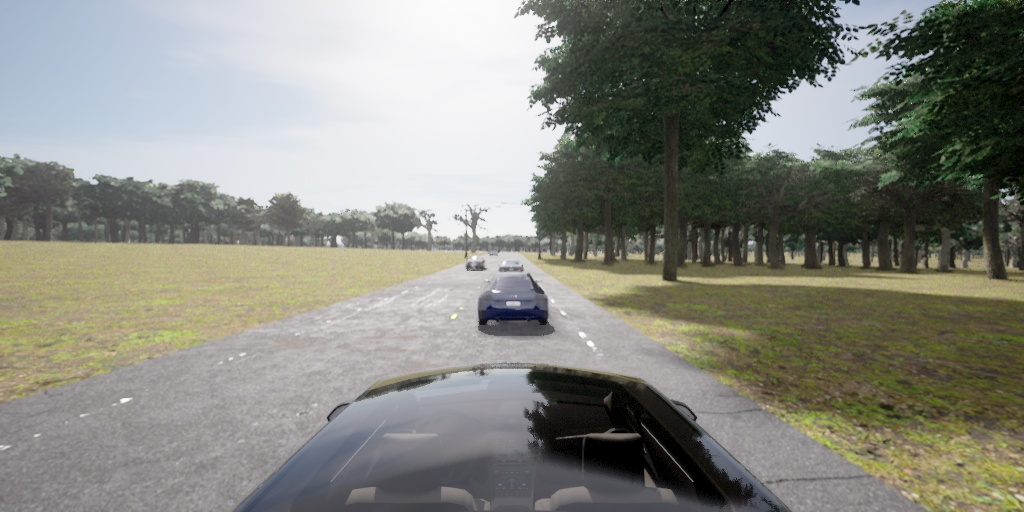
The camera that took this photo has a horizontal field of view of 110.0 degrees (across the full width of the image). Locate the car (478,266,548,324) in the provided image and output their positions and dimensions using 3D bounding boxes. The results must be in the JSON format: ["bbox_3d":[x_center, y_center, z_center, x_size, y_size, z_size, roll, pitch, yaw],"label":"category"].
[{"bbox_3d":[0.026,1.199,11.462,1.994,1.385,4.181,0,1,0],"label":"car"}]

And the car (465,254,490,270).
[{"bbox_3d":[-3.810,0.701,38.073,2.128,1.511,4.902,0,1,0],"label":"car"}]

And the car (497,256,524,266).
[{"bbox_3d":[-0.061,0.961,26.758,2.033,1.411,5.357,0,1,0],"label":"car"}]
